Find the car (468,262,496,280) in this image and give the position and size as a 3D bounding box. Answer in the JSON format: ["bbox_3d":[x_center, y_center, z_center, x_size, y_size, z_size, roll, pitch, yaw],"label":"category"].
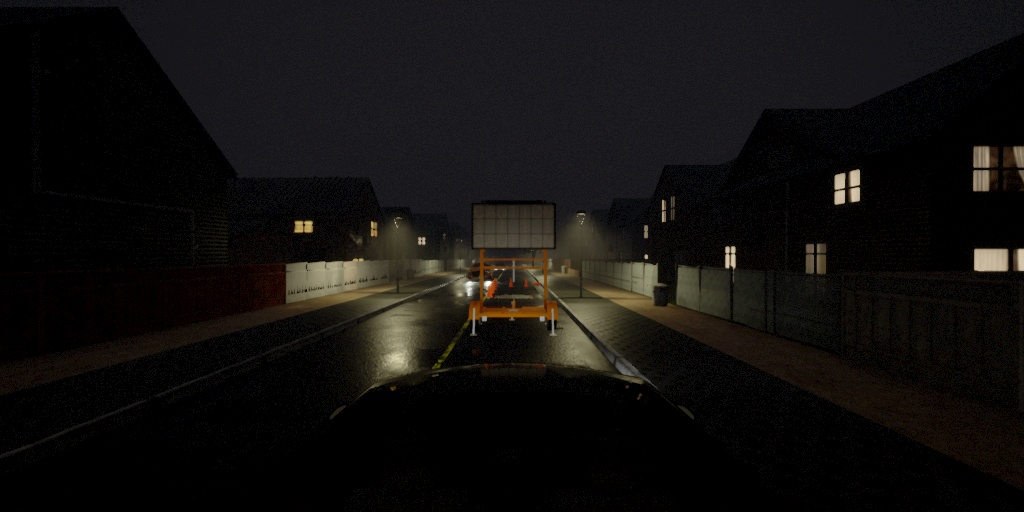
[{"bbox_3d":[-2.703,1.262,31.358,1.882,1.535,5.008,0,0,0],"label":"car"}]

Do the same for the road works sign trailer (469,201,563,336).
[{"bbox_3d":[0.048,0.213,10.396,2.380,3.560,2.880,0,0,1],"label":"road works sign trailer"}]
